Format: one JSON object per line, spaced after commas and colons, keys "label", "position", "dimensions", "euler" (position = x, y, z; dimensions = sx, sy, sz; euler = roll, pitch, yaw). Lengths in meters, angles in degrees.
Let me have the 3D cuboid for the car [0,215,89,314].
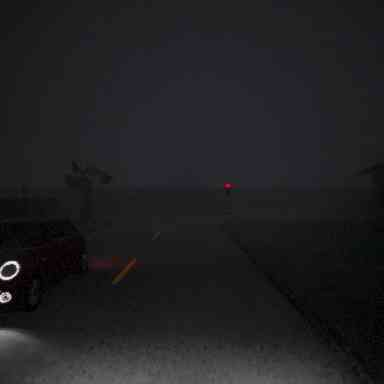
{"label": "car", "position": [-4.092, 1.430, 7.897], "dimensions": [2.097, 1.767, 4.553], "euler": [0, 0, 0]}
